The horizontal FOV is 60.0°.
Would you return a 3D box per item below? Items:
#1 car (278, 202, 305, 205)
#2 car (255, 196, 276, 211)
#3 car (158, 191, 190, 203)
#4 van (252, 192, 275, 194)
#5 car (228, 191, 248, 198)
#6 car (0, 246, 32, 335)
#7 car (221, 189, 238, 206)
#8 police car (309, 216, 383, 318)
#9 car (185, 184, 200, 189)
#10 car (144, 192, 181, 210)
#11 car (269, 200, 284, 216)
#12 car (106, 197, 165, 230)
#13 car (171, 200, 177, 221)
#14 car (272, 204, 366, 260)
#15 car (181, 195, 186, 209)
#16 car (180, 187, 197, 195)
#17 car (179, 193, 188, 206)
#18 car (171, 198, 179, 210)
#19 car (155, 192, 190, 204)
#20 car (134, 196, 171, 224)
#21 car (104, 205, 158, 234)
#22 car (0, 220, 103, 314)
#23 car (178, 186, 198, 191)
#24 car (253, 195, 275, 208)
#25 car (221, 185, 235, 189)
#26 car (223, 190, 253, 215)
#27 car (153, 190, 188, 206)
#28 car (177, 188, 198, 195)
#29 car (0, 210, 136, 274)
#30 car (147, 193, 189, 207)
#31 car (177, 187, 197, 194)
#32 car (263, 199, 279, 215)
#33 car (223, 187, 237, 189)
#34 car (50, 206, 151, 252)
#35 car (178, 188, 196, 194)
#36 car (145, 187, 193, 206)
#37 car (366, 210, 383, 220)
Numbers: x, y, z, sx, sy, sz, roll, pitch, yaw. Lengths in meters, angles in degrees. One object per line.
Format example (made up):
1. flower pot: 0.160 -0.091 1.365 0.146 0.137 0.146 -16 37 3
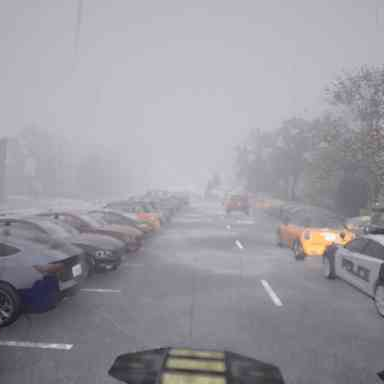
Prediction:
1. car: 9.382 1.870 25.297 4.892 1.521 2.231 2 1 2
2. car: 10.018 1.675 36.434 5.366 1.575 1.946 2 2 2
3. car: -2.697 0.735 50.811 4.792 1.488 2.163 2 2 2
4. van: 10.278 0.981 50.377 4.442 1.987 1.878 2 2 2
5. car: 11.374 0.575 82.877 4.792 1.488 2.163 2 3 2
6. car: -4.550 1.382 3.480 4.674 1.452 2.002 2 -1 2
7. car: 5.261 0.986 47.850 2.097 1.767 4.553 2 2 2
8. police car: 4.722 1.689 8.005 1.930 1.638 5.238 2 0 2
9. car: -1.507 -0.332 86.141 5.566 2.045 2.435 2 3 2
10. car: -3.590 1.202 28.542 4.553 1.767 2.185 2 1 2
11. car: 9.499 1.832 28.212 5.008 1.535 2.097 2 1 2
12. car: -3.967 1.295 17.407 4.553 1.767 2.185 2 0 2
13. car: -3.756 1.422 22.971 4.792 1.488 2.163 2 0 2
14. car: 4.953 1.641 13.858 2.097 1.767 4.553 2 0 2
15. car: -3.371 1.261 34.121 4.792 1.488 2.163 2 1 2
16. car: -1.798 0.192 80.614 4.792 1.488 2.163 2 3 2
17. car: -3.236 1.167 36.896 4.892 1.521 2.231 2 1 2
18. car: -3.704 1.393 25.759 4.792 1.488 2.163 2 1 2
19. car: -2.752 0.839 48.029 4.792 1.488 2.163 2 2 2
20. car: -3.858 1.286 20.184 4.553 1.767 2.185 2 0 2
21. car: -4.111 1.460 14.623 4.674 1.452 2.002 2 0 2
22. car: -4.468 1.402 6.264 4.792 1.488 2.163 2 -1 2
23. car: -1.651 0.041 83.382 5.008 1.535 2.097 2 3 2
24. car: 10.130 1.599 39.226 5.366 1.575 1.946 2 2 2
25. car: 11.885 -0.192 93.923 5.566 2.045 2.435 2 3 2
26. car: 4.803 1.243 35.665 2.150 2.045 5.566 2 2 3
27. car: -2.857 0.786 45.242 4.553 1.767 2.185 2 2 2
28. car: -1.249 -0.200 88.918 5.366 1.575 1.946 2 3 2
29. car: -4.335 1.397 9.049 5.008 1.535 2.097 2 0 2
30. car: -3.010 1.005 42.472 5.008 1.535 2.097 2 2 2
31. car: -1.397 -0.460 94.474 5.366 1.575 1.946 2 3 2
32. car: 9.610 1.787 31.000 5.008 1.535 2.097 2 1 2
33. car: 11.440 0.292 88.412 5.366 1.575 1.946 2 3 2
34. car: -4.227 1.412 11.836 5.008 1.535 2.097 2 0 2
35. car: -1.317 -0.326 91.696 4.892 1.521 2.231 2 3 2
36. car: -3.080 0.841 39.673 5.566 2.045 2.435 2 2 2
37. car: 8.879 1.914 17.076 5.366 1.575 1.946 2 0 2
